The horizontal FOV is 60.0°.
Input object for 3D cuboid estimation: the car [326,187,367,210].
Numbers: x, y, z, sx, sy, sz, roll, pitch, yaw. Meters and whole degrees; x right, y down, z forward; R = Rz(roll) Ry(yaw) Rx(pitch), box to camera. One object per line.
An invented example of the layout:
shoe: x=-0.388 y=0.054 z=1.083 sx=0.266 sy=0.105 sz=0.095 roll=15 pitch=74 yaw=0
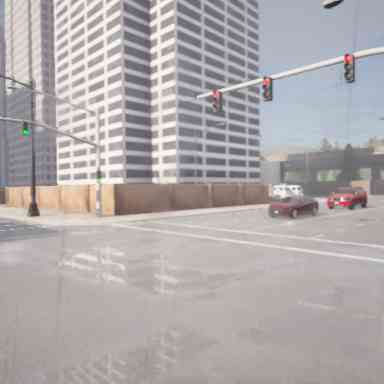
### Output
car: x=14.910 y=0.575 z=31.820 sx=5.566 sy=2.045 sz=2.150 roll=-2 pitch=1 yaw=-45

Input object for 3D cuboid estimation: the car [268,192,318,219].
car: x=7.443 y=1.034 z=24.273 sx=1.882 sy=1.535 sz=5.008 roll=0 pitch=1 yaw=45
